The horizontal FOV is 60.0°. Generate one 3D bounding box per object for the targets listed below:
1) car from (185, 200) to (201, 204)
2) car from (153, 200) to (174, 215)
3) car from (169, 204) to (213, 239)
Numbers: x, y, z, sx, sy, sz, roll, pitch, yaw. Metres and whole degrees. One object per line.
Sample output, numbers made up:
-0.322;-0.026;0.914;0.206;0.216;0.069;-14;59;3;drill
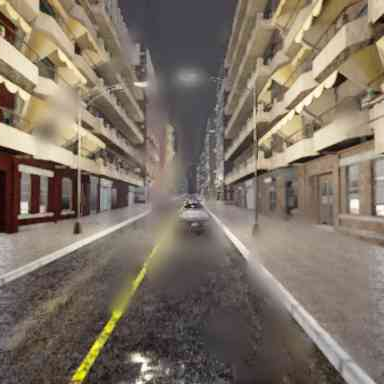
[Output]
0.113;1.570;39.117;1.994;1.385;4.181;0;0;0;car
-2.831;1.571;34.551;1.994;1.385;4.181;0;0;0;car
0.106;1.555;17.445;2.033;1.411;5.357;0;0;0;car
